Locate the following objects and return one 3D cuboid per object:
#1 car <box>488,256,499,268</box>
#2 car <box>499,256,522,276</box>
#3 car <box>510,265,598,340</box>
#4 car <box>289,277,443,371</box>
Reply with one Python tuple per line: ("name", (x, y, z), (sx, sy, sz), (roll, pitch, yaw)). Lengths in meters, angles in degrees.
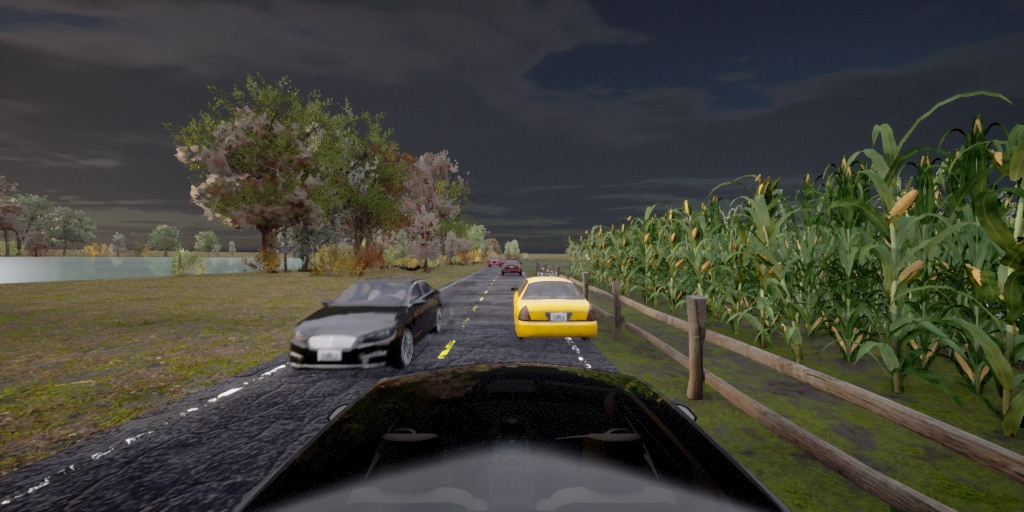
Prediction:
("car", (-2.913, 0.966, 60.898), (2.150, 2.045, 5.566), (0, 0, 0))
("car", (-0.022, 1.097, 37.918), (2.097, 1.767, 4.553), (0, 0, 0))
("car", (0.940, 1.204, 9.848), (1.801, 1.575, 5.366), (0, 0, 0))
("car", (-2.767, 1.239, 7.883), (2.128, 1.511, 4.902), (0, 0, 0))
